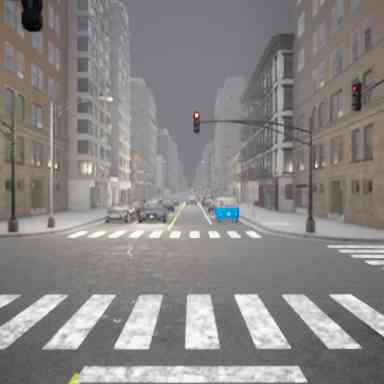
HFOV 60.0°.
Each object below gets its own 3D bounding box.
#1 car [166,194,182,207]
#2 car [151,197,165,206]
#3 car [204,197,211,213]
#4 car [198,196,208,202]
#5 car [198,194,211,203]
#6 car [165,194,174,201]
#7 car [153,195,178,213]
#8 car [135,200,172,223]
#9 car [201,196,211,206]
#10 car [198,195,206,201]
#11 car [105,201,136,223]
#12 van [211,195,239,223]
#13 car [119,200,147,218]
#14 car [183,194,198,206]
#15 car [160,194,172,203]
[{"bbox_3d":[-2.885,1.493,50.720,1.837,1.490,4.892,0,0,0],"label":"car"},{"bbox_3d":[-5.451,1.551,53.878,1.947,1.339,4.313,0,0,0],"label":"car"},{"bbox_3d":[2.594,1.577,36.848,1.802,1.307,4.206,0,0,0],"label":"car"},{"bbox_3d":[2.547,1.518,76.618,2.008,1.369,4.403,0,0,0],"label":"car"},{"bbox_3d":[2.574,1.301,53.893,2.192,1.841,5.009,0,0,0],"label":"car"},{"bbox_3d":[-5.485,1.402,82.286,1.967,1.590,4.097,0,0,0],"label":"car"},{"bbox_3d":[-2.884,1.473,37.415,1.882,1.535,5.008,0,0,0],"label":"car"},{"bbox_3d":[-2.868,1.561,25.410,1.994,1.385,4.181,0,0,0],"label":"car"},{"bbox_3d":[2.580,1.572,48.211,1.802,1.307,4.206,0,0,0],"label":"car"},{"bbox_3d":[2.534,1.523,87.980,1.947,1.339,4.313,0,0,0],"label":"car"},{"bbox_3d":[-5.418,1.547,25.468,2.008,1.369,4.403,0,0,0],"label":"car"},{"bbox_3d":[2.607,1.338,25.486,1.690,1.788,3.998,0,0,0],"label":"van"},{"bbox_3d":[-5.425,1.540,31.150,1.887,1.381,4.507,0,0,0],"label":"car"},{"bbox_3d":[-0.066,1.532,55.196,2.033,1.411,5.357,0,0,0],"label":"car"},{"bbox_3d":[-5.471,1.286,70.923,2.192,1.841,5.009,0,0,0],"label":"car"}]
